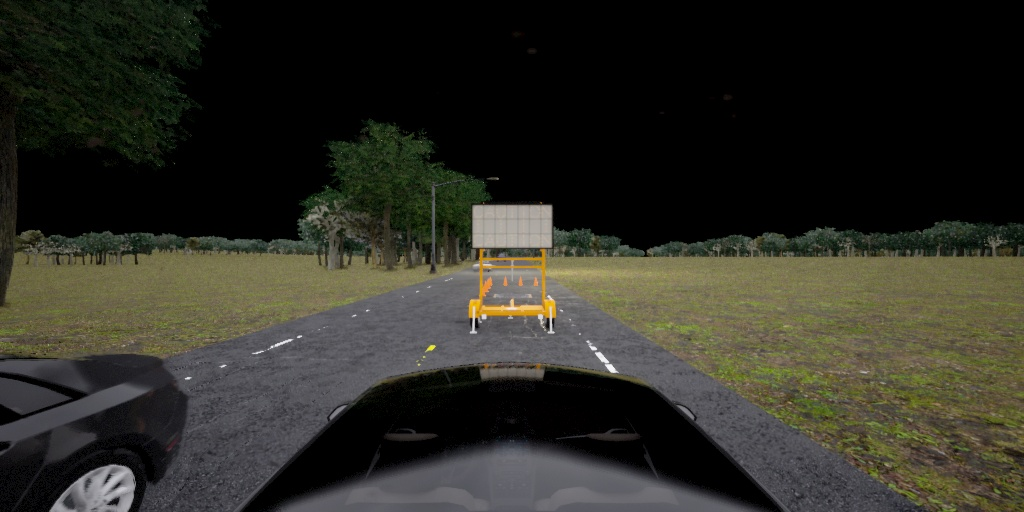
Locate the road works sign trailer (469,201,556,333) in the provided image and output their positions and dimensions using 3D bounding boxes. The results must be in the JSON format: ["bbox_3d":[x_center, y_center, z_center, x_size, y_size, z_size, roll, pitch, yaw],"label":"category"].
[{"bbox_3d":[0.012,0.199,10.614,2.380,3.560,2.880,0,0,0],"label":"road works sign trailer"}]

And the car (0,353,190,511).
[{"bbox_3d":[-3.597,1.255,0.914,1.837,1.490,4.892,0,0,0],"label":"car"}]

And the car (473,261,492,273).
[{"bbox_3d":[-3.410,1.244,41.553,1.895,1.301,4.718,0,0,1],"label":"car"}]
